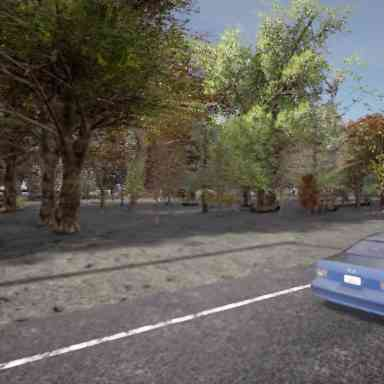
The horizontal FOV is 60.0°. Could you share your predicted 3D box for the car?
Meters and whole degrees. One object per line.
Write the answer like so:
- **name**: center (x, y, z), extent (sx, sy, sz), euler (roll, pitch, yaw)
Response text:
- **car**: center (4.798, 1.563, 7.175), extent (5.357, 1.411, 2.033), euler (0, 0, -36)
